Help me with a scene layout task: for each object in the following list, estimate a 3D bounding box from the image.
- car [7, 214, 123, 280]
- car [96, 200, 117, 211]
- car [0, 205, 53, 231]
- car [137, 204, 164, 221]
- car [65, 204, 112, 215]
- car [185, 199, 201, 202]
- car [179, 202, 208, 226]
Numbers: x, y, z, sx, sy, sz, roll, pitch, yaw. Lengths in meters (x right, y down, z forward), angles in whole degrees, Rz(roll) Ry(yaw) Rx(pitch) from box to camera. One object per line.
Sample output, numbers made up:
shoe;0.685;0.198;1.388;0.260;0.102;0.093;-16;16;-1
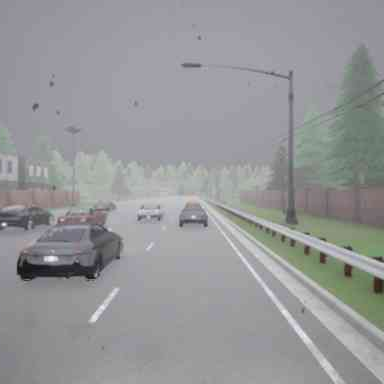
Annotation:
car;-3.402;1.591;10.033;1.994;1.385;4.181;0;0;0
car;-10.413;1.669;39.824;1.994;1.385;4.181;0;0;0
car;-10.405;1.560;20.919;1.837;1.490;4.892;0;0;0
car;-3.408;1.676;28.252;1.895;1.301;4.718;0;0;0
car;-6.907;1.658;21.583;1.895;1.301;4.718;0;0;0
car;0.086;1.588;41.750;1.882;1.535;5.008;0;0;0
car;0.092;1.628;23.914;1.994;1.385;4.181;0;0;0
